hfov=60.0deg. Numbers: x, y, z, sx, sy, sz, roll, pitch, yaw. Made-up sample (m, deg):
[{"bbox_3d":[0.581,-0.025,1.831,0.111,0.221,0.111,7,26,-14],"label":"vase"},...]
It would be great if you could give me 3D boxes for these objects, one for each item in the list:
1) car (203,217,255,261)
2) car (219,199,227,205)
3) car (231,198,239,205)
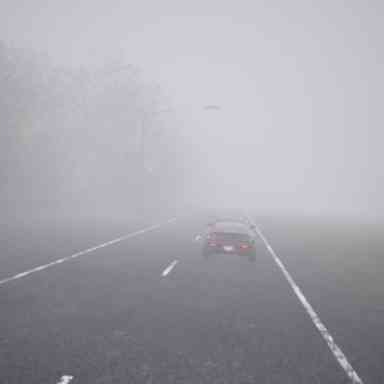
[{"bbox_3d":[1.530,1.720,13.269,1.812,1.442,4.674,2,-1,8],"label":"car"},{"bbox_3d":[8.863,2.841,95.218,1.994,1.385,4.181,2,-1,8],"label":"car"},{"bbox_3d":[12.293,2.652,94.388,2.150,2.045,5.566,2,-1,8],"label":"car"}]
